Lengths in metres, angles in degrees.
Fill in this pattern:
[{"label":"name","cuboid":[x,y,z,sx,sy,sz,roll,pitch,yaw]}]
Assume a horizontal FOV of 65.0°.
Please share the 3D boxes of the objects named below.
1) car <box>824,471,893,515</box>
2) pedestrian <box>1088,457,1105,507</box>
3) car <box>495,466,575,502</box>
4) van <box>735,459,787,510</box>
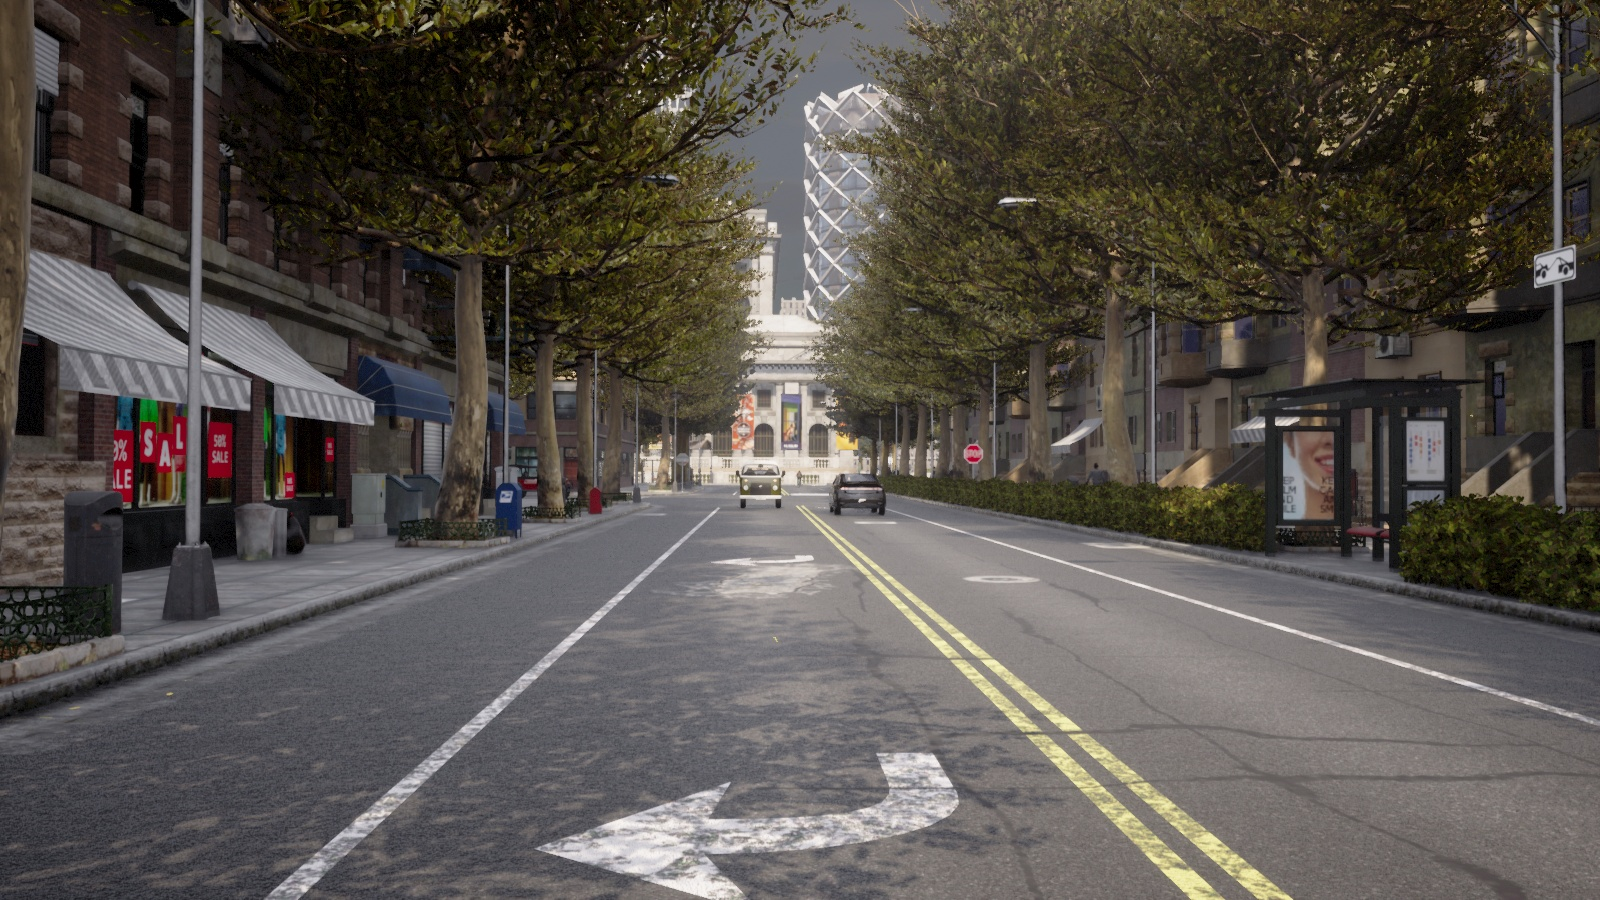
[{"label":"car","cuboid":[2.073,1.535,45.919,2.128,1.511,4.902,0,-1,-2]},{"label":"pedestrian","cuboid":[11.604,1.252,49.157,0.423,1.949,0.788,0,-1,-1]},{"label":"car","cuboid":[-13.916,1.779,66.179,3.866,1.878,1.905,0,-1,-3]},{"label":"van","cuboid":[-1.655,1.437,53.067,2.069,2.038,4.480,0,-1,-2]}]
